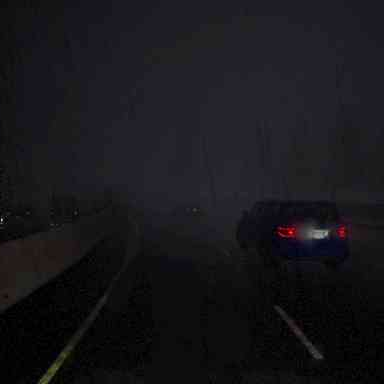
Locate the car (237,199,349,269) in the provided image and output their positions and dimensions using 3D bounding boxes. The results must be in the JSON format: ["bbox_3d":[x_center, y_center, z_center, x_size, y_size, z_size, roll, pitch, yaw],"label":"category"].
[{"bbox_3d":[3.095,1.243,11.389,2.150,2.045,5.566,0,0,-5],"label":"car"}]

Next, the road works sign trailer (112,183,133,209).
[{"bbox_3d":[-9.755,0.551,46.522,2.380,3.560,2.880,0,0,-28],"label":"road works sign trailer"}]

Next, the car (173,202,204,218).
[{"bbox_3d":[-0.421,1.605,31.099,2.033,1.411,5.357,0,0,-16],"label":"car"}]

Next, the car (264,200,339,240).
[{"bbox_3d":[5.771,1.386,18.238,2.097,1.767,4.553,0,0,-7],"label":"car"}]
